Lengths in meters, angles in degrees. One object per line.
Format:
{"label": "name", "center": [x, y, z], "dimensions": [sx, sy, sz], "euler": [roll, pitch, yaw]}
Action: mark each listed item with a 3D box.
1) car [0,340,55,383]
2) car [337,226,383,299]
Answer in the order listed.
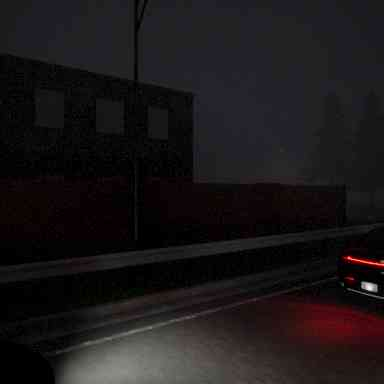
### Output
{"label": "car", "center": [-3.101, 1.526, 1.536], "dimensions": [4.674, 1.442, 1.812], "euler": [0, 0, -35]}
{"label": "car", "center": [5.266, 1.505, 7.548], "dimensions": [4.892, 1.490, 1.837], "euler": [0, 0, -35]}
